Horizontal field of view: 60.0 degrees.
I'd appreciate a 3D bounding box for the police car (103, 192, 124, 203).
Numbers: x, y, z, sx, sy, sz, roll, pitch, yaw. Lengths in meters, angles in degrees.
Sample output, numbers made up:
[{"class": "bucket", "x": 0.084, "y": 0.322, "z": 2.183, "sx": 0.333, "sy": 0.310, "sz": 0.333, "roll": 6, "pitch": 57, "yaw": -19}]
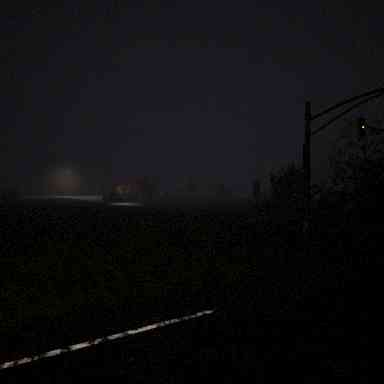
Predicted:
[{"class": "police car", "x": -11.734, "y": 0.821, "z": 49.841, "sx": 2.038, "sy": 1.542, "sz": 4.974, "roll": 1, "pitch": 0, "yaw": -32}]
